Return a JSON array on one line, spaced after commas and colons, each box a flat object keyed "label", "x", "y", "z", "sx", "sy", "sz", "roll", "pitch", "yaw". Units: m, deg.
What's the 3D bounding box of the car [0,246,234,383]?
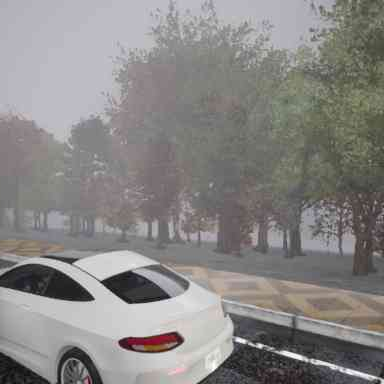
[{"label": "car", "x": -1.669, "y": 1.525, "z": 4.740, "sx": 4.674, "sy": 1.442, "sz": 1.812, "roll": 0, "pitch": 0, "yaw": 35}]
